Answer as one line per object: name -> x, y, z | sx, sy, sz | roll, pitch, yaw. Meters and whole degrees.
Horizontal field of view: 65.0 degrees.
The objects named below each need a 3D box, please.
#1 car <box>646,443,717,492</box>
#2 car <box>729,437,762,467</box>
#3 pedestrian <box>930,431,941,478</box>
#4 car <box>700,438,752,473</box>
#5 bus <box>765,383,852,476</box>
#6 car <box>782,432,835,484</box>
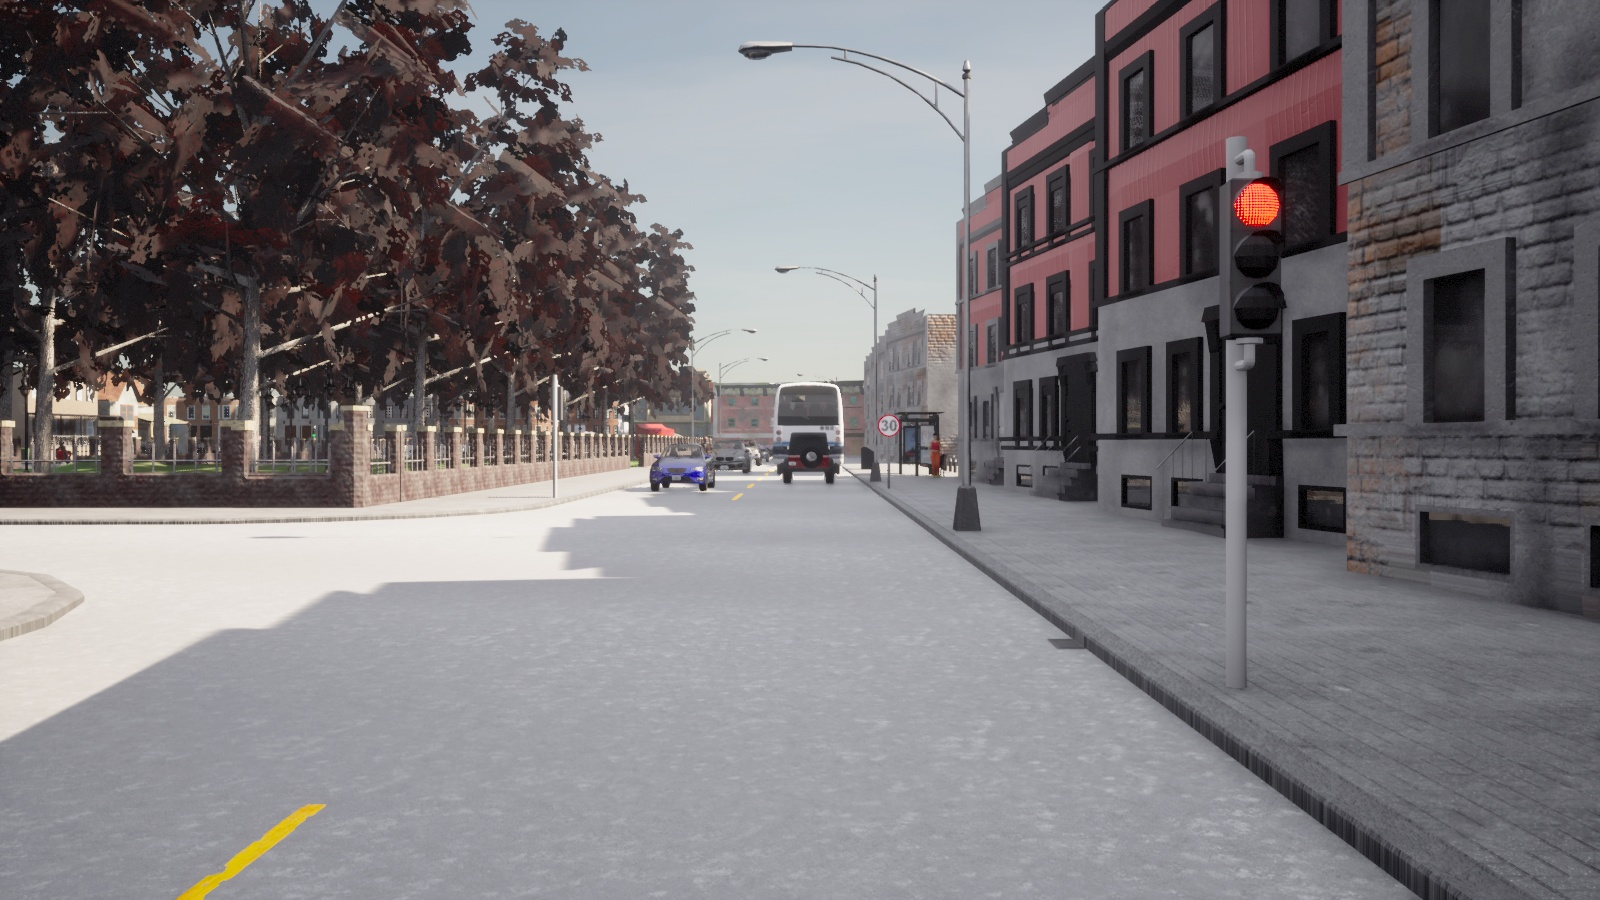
car -> -3.717, 0.530, 40.145 | 1.816, 1.474, 4.193 | 0, 0, 1
car -> -3.470, 0.105, 80.722 | 1.932, 1.855, 4.605 | 0, 0, 0
pedestrian -> 5.374, 0.179, 49.818 | 0.345, 1.836, 0.594 | 0, 0, 0
car -> -3.589, 0.238, 61.919 | 2.242, 1.667, 4.611 | 0, 0, 0
bus -> 0.415, -0.983, 62.666 | 3.944, 4.253, 10.273 | 0, 0, 0
car -> 0.323, 0.274, 47.666 | 1.905, 1.878, 3.866 | 0, 0, 0
